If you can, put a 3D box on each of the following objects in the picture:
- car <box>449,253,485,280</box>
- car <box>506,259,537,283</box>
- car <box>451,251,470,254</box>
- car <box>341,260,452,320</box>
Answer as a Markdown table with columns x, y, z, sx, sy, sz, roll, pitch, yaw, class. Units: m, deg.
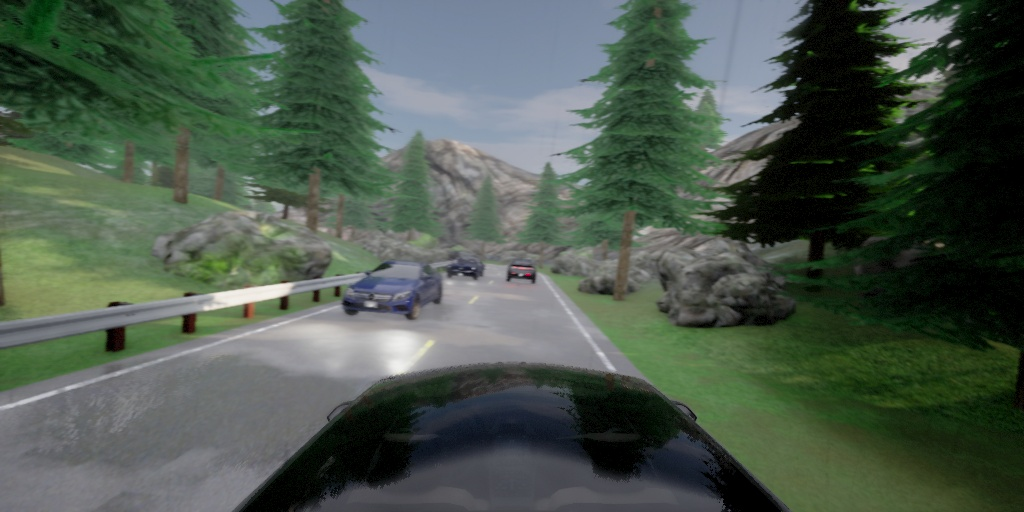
| x | y | z | sx | sy | sz | roll | pitch | yaw | class |
| --- | --- | --- | --- | --- | --- | --- | --- | --- | --- |
| -2.910 | 0.746 | 23.303 | 1.895 | 1.301 | 4.718 | 4 | 1 | 2 | car |
| 0.655 | 0.942 | 24.079 | 2.128 | 1.511 | 4.902 | 4 | 0 | 2 | car |
| -5.333 | 0.187 | 39.053 | 1.837 | 1.490 | 4.892 | 4 | 0 | -33 | car |
| -3.328 | 0.865 | 10.944 | 1.812 | 1.442 | 4.674 | 4 | 1 | 1 | car |
